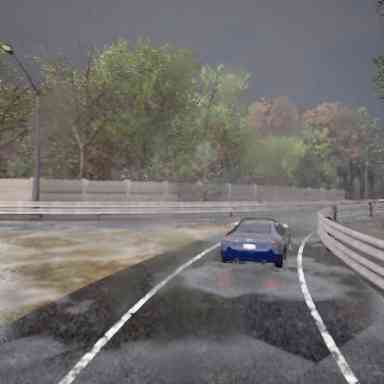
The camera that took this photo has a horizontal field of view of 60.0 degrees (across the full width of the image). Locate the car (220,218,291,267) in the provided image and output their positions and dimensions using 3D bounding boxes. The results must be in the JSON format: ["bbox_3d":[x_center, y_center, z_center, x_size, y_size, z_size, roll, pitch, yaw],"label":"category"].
[{"bbox_3d":[2.378,1.592,11.745,1.994,1.385,4.181,1,0,19],"label":"car"}]
